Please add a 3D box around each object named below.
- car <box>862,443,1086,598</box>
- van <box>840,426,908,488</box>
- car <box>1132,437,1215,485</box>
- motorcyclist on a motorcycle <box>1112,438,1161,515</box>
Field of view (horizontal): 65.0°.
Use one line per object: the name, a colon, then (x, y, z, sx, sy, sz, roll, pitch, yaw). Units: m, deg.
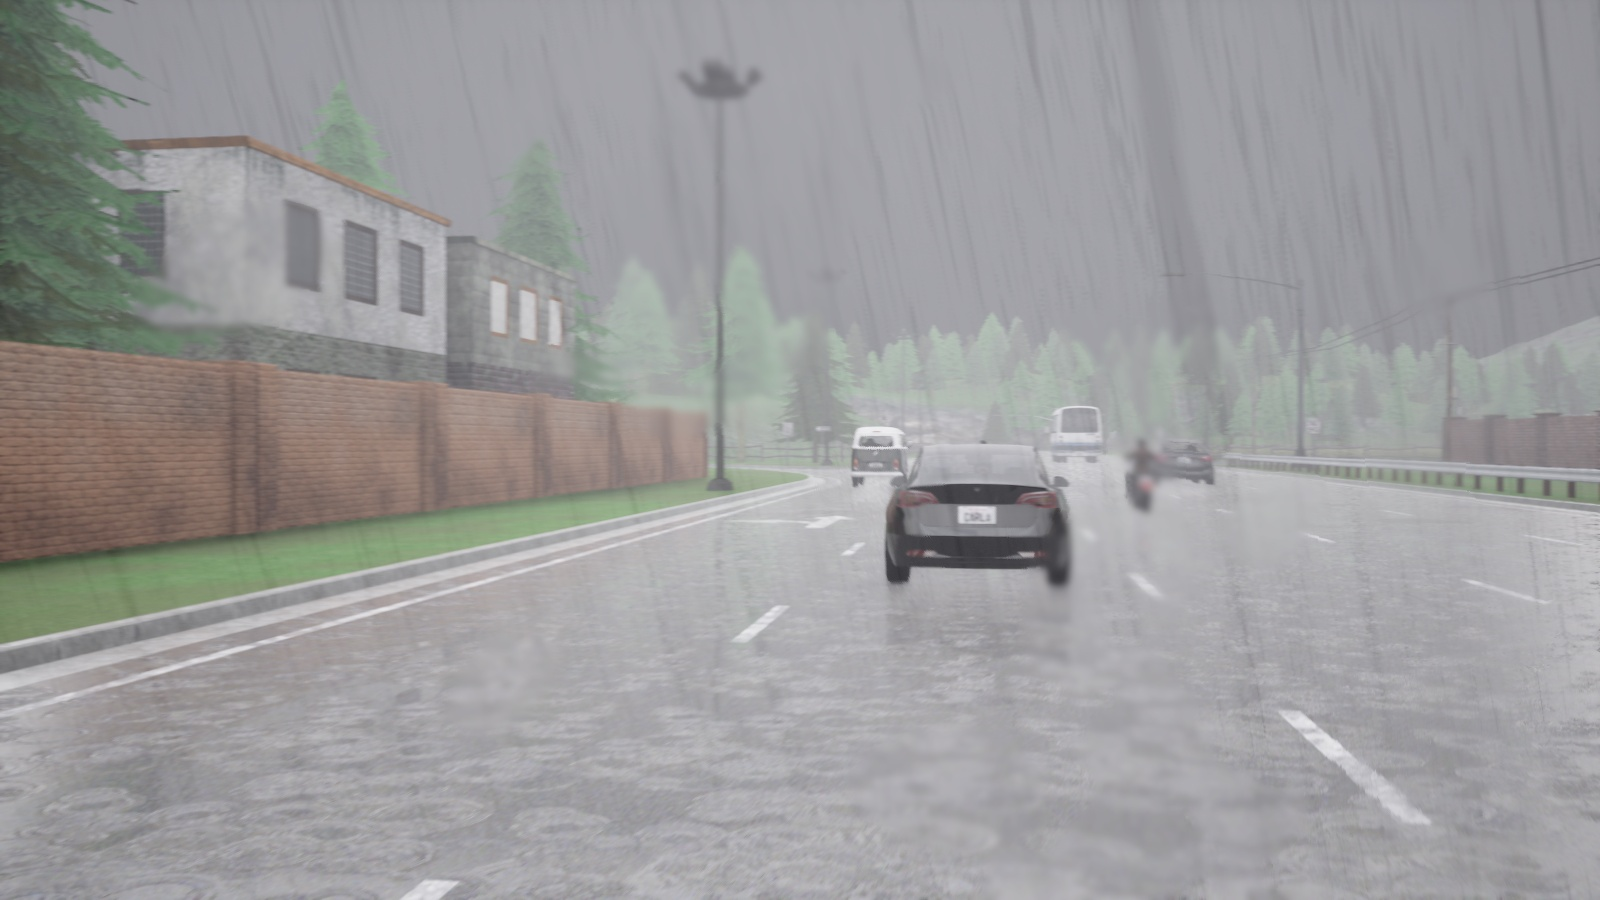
car: (2.026, 0.669, 14.654, 2.163, 1.488, 4.792, 0, 0, 8)
van: (2.644, 0.231, 43.895, 2.069, 2.038, 4.480, 0, 0, 7)
car: (13.586, 0.363, 45.942, 2.242, 1.667, 4.611, 0, 0, 8)
motorcyclist on a motorcycle: (7.467, 0.556, 27.937, 0.766, 1.649, 2.350, 0, 0, 8)
